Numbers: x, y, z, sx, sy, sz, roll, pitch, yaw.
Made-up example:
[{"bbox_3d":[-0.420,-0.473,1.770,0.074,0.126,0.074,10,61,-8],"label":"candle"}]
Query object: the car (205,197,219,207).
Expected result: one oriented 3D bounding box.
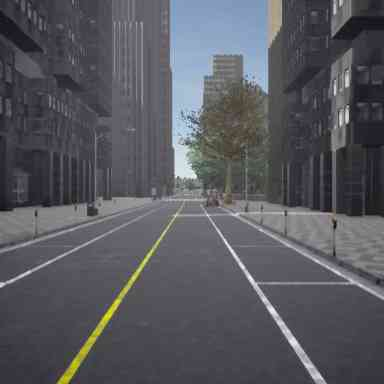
[{"bbox_3d":[3.000,1.533,50.025,1.812,1.442,4.674,0,0,0],"label":"car"}]
